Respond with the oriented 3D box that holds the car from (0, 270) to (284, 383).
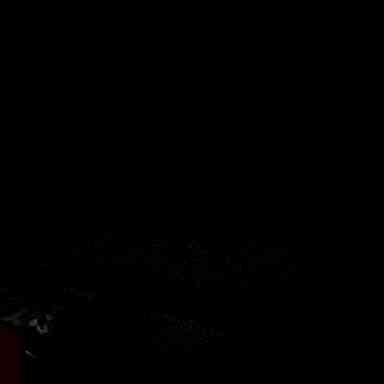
[{"bbox_3d":[-1.136,1.564,3.669,4.206,1.307,1.802,0,0,36],"label":"car"}]
